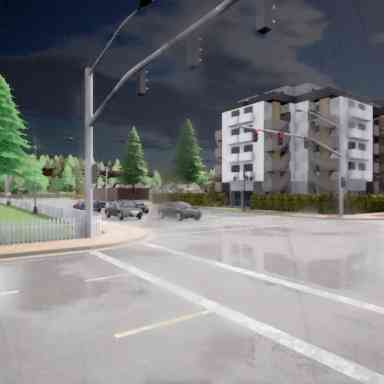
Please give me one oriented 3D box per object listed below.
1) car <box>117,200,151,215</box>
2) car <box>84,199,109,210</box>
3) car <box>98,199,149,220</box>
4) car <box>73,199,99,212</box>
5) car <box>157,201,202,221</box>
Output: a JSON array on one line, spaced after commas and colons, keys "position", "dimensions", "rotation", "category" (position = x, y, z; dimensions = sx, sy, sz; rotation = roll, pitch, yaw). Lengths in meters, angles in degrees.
[{"position": [-6.096, 1.570, 34.645], "dimensions": [1.994, 1.385, 4.181], "rotation": [0, 0, -33], "category": "car"}, {"position": [-12.989, 1.607, 44.866], "dimensions": [1.895, 1.301, 4.718], "rotation": [0, 0, -34], "category": "car"}, {"position": [-5.826, 1.496, 28.003], "dimensions": [2.128, 1.511, 4.902], "rotation": [0, 0, -34], "category": "car"}, {"position": [-11.399, 1.606, 36.220], "dimensions": [1.895, 1.301, 4.718], "rotation": [0, 0, -34], "category": "car"}, {"position": [-1.105, 1.511, 27.284], "dimensions": [1.837, 1.490, 4.892], "rotation": [0, 0, -34], "category": "car"}]
